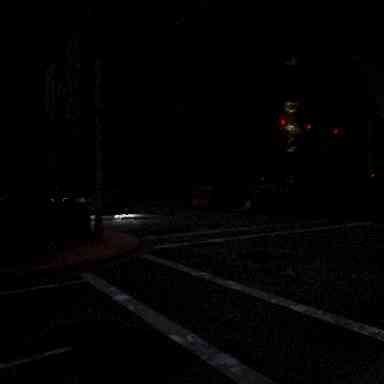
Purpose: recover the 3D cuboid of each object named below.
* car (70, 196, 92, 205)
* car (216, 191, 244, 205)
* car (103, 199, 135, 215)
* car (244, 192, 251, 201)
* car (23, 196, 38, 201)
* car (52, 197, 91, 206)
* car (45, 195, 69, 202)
[{"bbox_3d":[-17.008,1.350,51.900,1.812,1.442,4.674,-1,0,-35],"label":"car"},{"bbox_3d":[5.283,0.871,49.306,1.905,1.878,3.866,-1,0,-36],"label":"car"},{"bbox_3d":[-7.182,1.414,32.120,1.994,1.385,4.181,-1,0,-36],"label":"car"},{"bbox_3d":[7.675,0.849,51.017,1.905,1.878,3.866,-1,0,-36],"label":"car"},{"bbox_3d":[-24.940,1.355,50.817,1.882,1.535,5.008,-1,0,-36],"label":"car"},{"bbox_3d":[-11.970,1.477,32.763,1.895,1.301,4.718,-1,0,-36],"label":"car"},{"bbox_3d":[-21.320,1.202,51.764,2.097,1.767,4.553,-1,0,-36],"label":"car"}]
